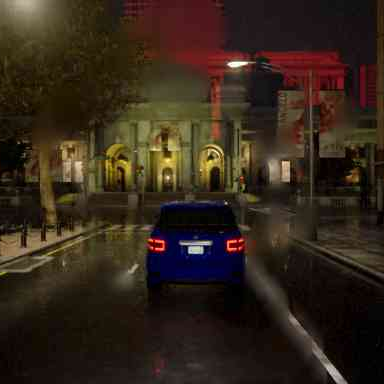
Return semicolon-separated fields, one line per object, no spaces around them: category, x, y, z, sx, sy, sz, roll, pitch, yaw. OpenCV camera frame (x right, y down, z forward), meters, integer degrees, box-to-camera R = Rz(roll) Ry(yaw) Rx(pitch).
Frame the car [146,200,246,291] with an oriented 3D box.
car;0.106;1.221;9.130;2.150;2.045;5.566;0;0;1
